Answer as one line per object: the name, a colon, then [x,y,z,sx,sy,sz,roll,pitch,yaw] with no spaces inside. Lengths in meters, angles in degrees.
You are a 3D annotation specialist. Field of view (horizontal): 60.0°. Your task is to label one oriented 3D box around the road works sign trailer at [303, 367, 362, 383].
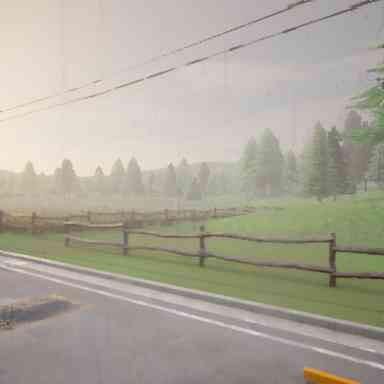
road works sign trailer: [2.316,0.554,2.632,2.880,3.560,2.380,-1,-2,37]
